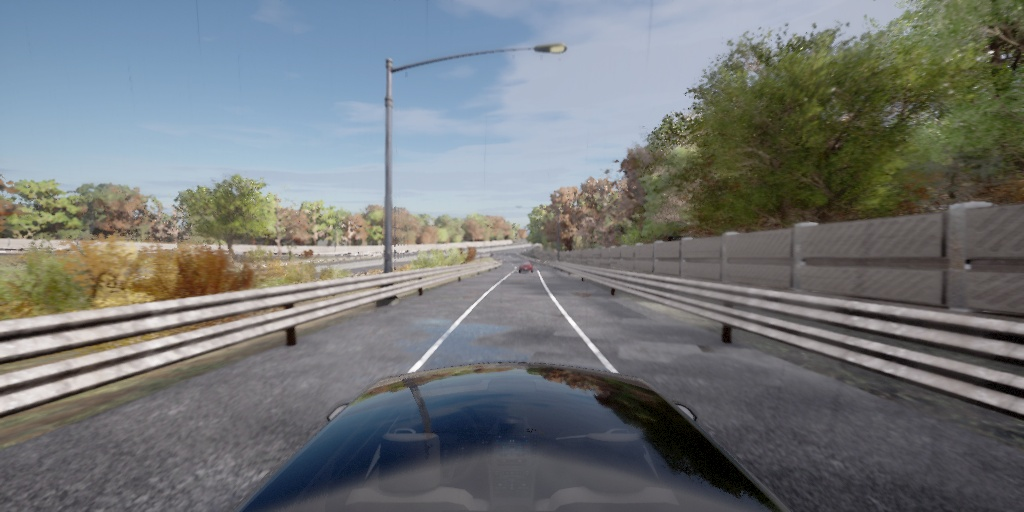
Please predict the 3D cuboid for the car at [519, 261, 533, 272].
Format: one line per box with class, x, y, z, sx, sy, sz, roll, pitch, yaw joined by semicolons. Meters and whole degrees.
car;1.934;1.466;48.962;1.812;1.442;4.674;0;0;3
